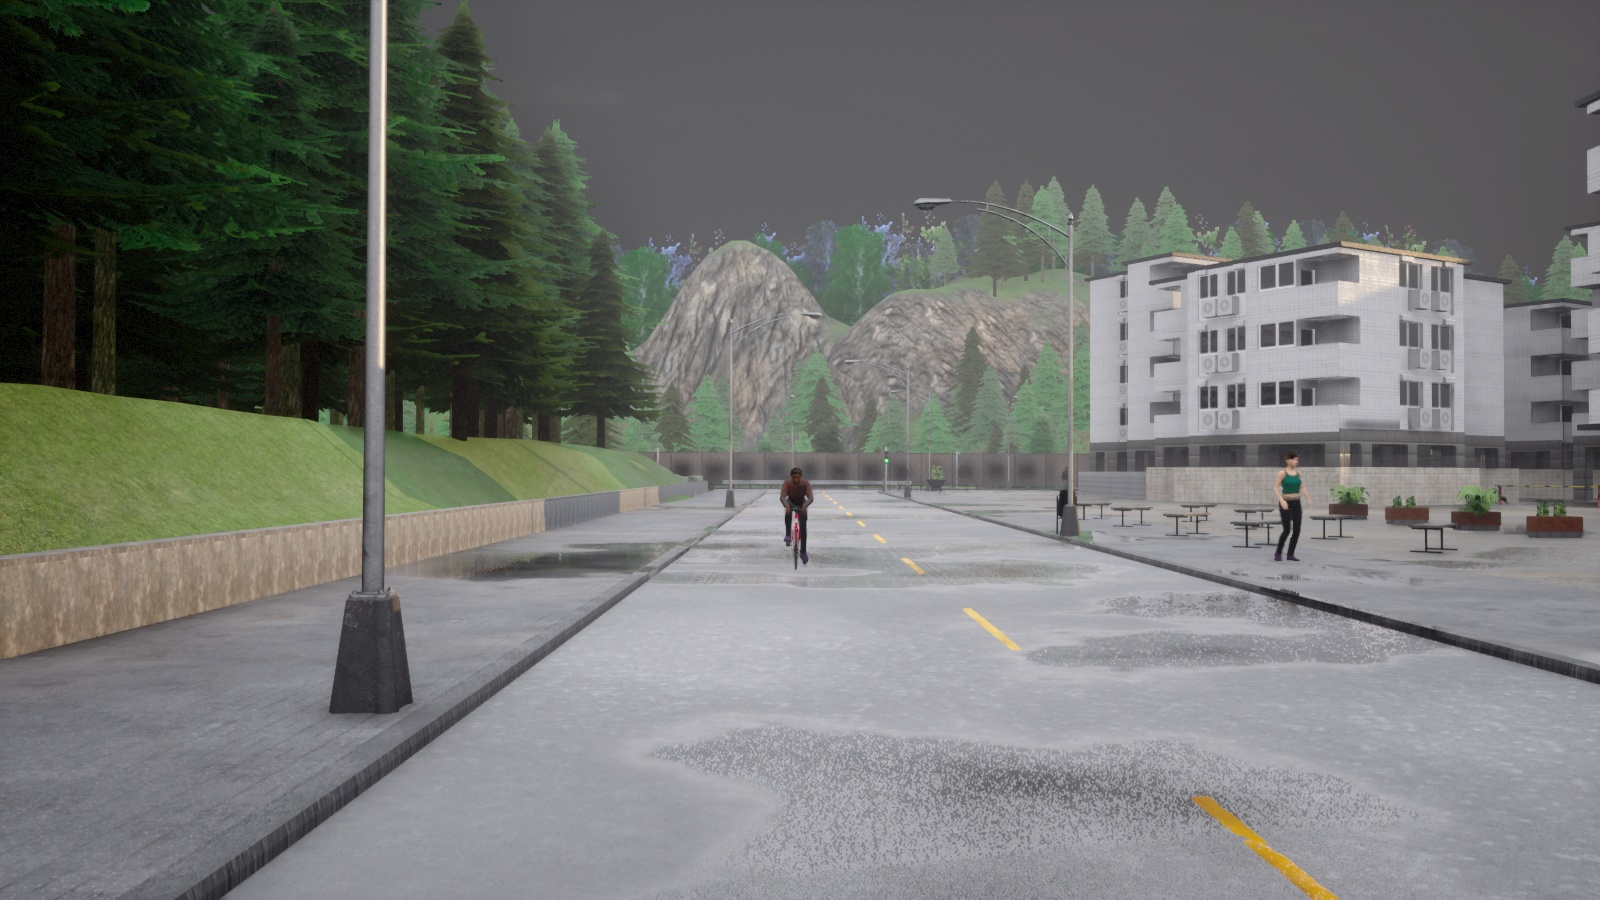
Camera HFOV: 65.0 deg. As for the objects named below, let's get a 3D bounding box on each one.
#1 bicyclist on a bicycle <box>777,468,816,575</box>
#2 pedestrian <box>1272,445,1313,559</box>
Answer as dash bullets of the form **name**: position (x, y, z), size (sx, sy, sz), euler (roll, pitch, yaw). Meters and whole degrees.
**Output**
- **bicyclist on a bicycle**: position (-0.052, 1.103, 20.042), size (0.582, 1.620, 1.656), euler (0, -1, 0)
- **pedestrian**: position (8.043, 0.836, 20.530), size (0.345, 1.836, 0.594), euler (0, -1, -9)
